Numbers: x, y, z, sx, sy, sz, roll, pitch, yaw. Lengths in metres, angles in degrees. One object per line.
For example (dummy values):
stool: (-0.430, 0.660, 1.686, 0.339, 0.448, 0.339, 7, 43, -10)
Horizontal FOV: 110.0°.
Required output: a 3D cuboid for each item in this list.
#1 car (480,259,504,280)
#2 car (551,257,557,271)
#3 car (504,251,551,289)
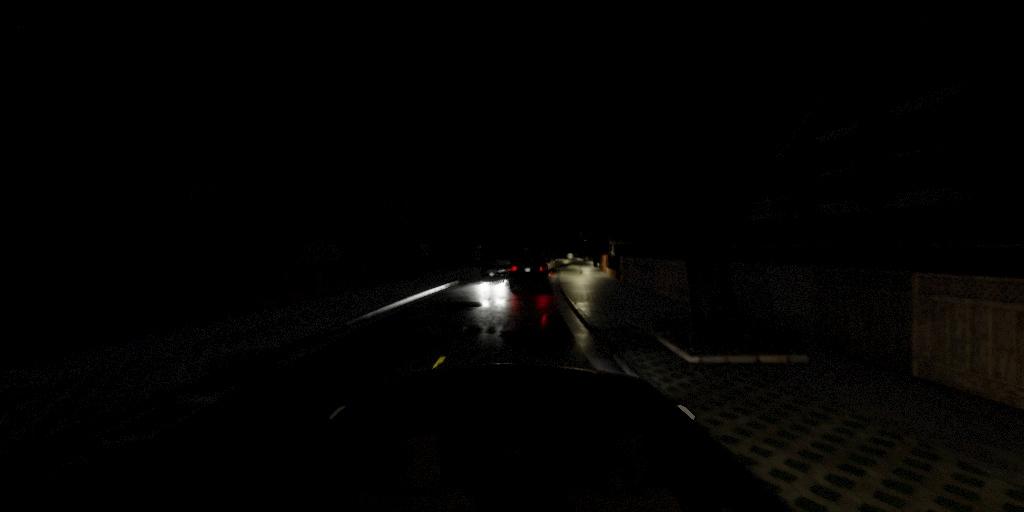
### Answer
car: (-1.069, 0.963, 26.843, 2.128, 1.511, 4.902, 0, 1, 8)
car: (3.793, 0.830, 39.101, 1.812, 1.442, 4.674, 0, 1, 12)
car: (1.068, 0.747, 21.061, 2.150, 2.045, 5.566, 0, 1, 6)
